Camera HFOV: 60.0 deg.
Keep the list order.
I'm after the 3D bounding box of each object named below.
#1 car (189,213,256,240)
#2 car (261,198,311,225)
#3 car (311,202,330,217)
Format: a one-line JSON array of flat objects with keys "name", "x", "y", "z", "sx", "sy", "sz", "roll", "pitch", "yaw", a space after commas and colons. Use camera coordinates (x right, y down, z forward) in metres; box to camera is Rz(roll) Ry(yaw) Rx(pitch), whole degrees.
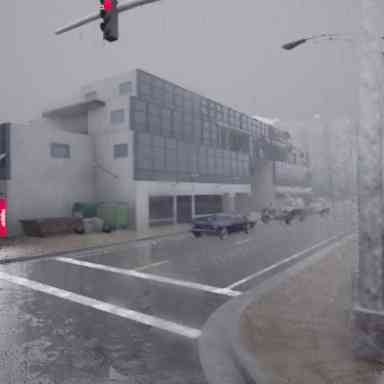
[{"name": "car", "x": 1.863, "y": 1.885, "z": 19.146, "sx": 1.895, "sy": 1.301, "sz": 4.718, "roll": -1, "pitch": 0, "yaw": 35}, {"name": "car", "x": 7.575, "y": 1.506, "z": 27.189, "sx": 2.150, "sy": 2.045, "sz": 5.566, "roll": -1, "pitch": 0, "yaw": 35}, {"name": "car", "x": 13.338, "y": 1.810, "z": 35.271, "sx": 1.812, "sy": 1.442, "sz": 4.674, "roll": -1, "pitch": 0, "yaw": 36}]
